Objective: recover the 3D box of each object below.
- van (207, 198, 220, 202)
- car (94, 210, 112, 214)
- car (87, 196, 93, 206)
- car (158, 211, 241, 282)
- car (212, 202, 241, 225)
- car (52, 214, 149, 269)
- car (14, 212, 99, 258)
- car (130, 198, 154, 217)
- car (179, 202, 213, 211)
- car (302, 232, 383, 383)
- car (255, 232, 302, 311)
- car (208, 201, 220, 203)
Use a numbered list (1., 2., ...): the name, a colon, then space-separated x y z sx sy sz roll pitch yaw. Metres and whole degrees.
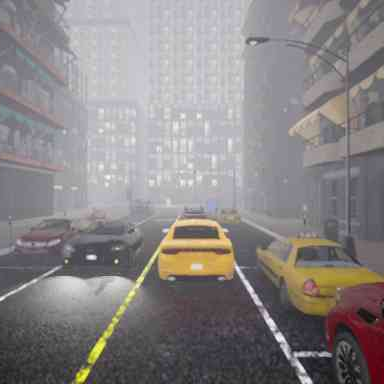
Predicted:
1. van: 2.615 1.705 41.358 1.690 1.788 3.998 0 -1 0
2. car: -5.290 1.686 18.634 1.752 1.417 4.829 0 0 0
3. car: -20.805 1.645 61.362 5.009 1.841 2.192 1 -1 0
4. car: 0.113 1.564 10.039 1.882 1.535 5.008 0 0 0
5. car: 2.596 1.738 24.606 1.752 1.417 4.829 0 -1 0
6. car: -2.837 1.662 11.368 1.994 1.385 4.181 0 0 0
7. car: -5.297 1.695 13.163 1.802 1.307 4.206 0 0 0
8. car: -5.271 1.627 35.727 2.192 1.841 5.009 0 -1 0
9. car: 0.125 1.699 23.830 2.128 1.511 4.902 0 0 0
10. car: 2.573 1.332 1.877 2.192 1.841 5.009 0 0 0
11. car: 2.578 1.592 7.685 1.752 1.417 4.829 0 0 0
12. car: 2.602 1.789 30.246 1.752 1.417 4.829 0 -1 0
